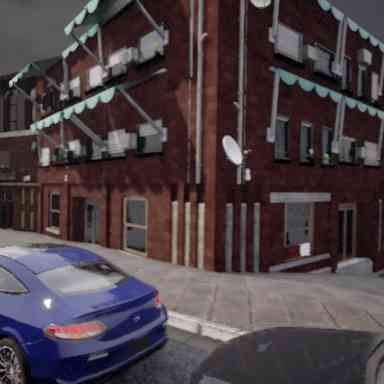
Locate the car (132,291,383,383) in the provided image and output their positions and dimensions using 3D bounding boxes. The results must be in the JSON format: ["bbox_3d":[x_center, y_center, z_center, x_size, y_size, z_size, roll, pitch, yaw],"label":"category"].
[{"bbox_3d":[2.073,1.520,1.791,4.674,1.452,2.002,0,0,36],"label":"car"}]

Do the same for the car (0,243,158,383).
[{"bbox_3d":[-2.473,1.507,4.962,4.674,1.452,2.002,0,0,35],"label":"car"}]
